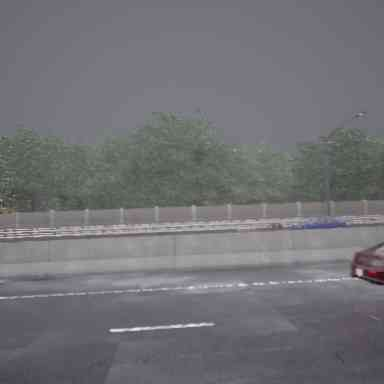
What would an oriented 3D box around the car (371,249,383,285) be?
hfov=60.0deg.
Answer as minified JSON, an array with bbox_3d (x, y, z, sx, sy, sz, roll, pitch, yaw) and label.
[{"bbox_3d":[6.277,1.702,5.570,5.357,1.411,2.033,-2,-4,-4],"label":"car"}]

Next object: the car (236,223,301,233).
[{"bbox_3d":[5.861,3.170,26.645,4.718,1.301,1.895,-2,-4,-4],"label":"car"}]

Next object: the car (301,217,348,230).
[{"bbox_3d":[11.721,3.087,30.601,5.008,1.535,1.882,-2,-4,-4],"label":"car"}]

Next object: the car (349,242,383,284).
[{"bbox_3d":[6.763,1.897,9.112,4.674,1.442,1.812,-2,-4,-4],"label":"car"}]
